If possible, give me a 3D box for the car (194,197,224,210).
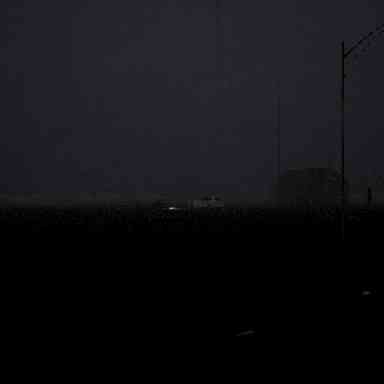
[{"bbox_3d":[2.638,1.774,53.026,2.150,2.045,5.566,2,-2,-36],"label":"car"}]

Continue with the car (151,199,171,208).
[{"bbox_3d":[-5.462,2.176,59.455,1.994,1.385,4.181,2,-2,-36],"label":"car"}]

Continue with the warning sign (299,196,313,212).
[{"bbox_3d":[14.187,1.495,41.370,1.300,1.860,1.060,2,-1,-36],"label":"warning sign"}]

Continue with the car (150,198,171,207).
[{"bbox_3d":[-6.165,2.065,65.095,2.097,1.767,4.553,2,-2,-36],"label":"car"}]
